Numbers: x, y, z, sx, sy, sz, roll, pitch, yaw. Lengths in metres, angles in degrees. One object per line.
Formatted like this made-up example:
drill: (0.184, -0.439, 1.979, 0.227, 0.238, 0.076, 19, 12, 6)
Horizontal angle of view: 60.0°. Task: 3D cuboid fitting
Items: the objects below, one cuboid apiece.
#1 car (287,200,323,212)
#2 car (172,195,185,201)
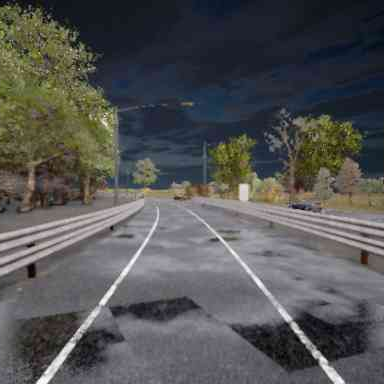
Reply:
car: (13.681, 1.685, 40.511, 2.128, 1.511, 4.902, 0, 0, -23)
car: (-3.215, 1.447, 80.520, 1.882, 1.535, 5.008, 0, 0, -23)
